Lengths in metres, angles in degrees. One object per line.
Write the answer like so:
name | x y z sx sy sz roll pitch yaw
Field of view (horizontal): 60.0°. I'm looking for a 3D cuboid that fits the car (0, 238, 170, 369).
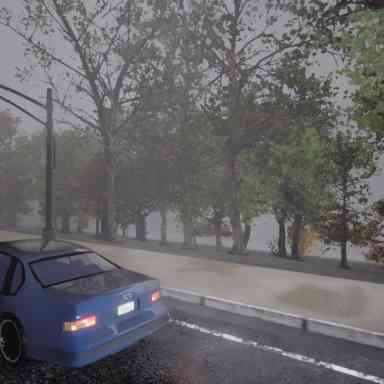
car | -2.895 1.546 5.754 5.357 1.411 2.033 0 0 36
